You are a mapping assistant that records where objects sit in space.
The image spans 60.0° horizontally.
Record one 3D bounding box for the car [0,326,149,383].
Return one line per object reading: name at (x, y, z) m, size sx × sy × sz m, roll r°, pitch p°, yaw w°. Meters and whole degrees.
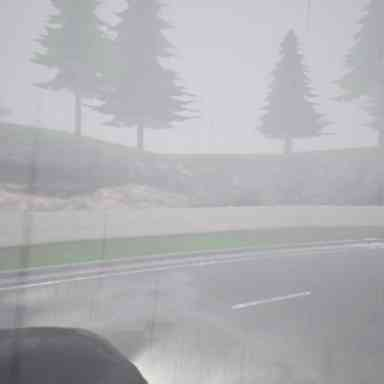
car at (-2.202, 1.531, 1.846) m, size 4.181 × 1.385 × 1.994 m, roll 0°, pitch 0°, yaw -36°
